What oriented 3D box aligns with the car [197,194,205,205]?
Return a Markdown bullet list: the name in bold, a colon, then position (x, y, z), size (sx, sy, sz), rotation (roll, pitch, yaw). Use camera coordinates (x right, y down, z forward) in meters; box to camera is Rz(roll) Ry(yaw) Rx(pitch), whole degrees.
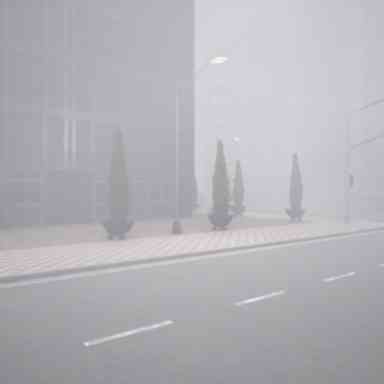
- **car**: position (0.014, 1.291, 59.891), size (2.150, 2.045, 5.566), rotation (0, 0, -35)
